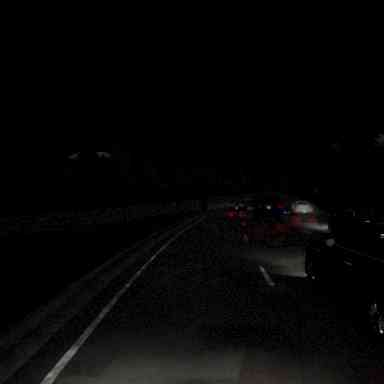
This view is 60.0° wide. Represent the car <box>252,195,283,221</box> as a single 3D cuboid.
[{"bbox_3d":[6.185,1.245,27.310,2.150,2.045,5.566,0,0,10],"label":"car"}]

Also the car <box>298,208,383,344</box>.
[{"bbox_3d":[3.844,1.356,6.531,2.097,1.767,4.553,0,0,2],"label":"car"}]

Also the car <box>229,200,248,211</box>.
[{"bbox_3d":[5.845,1.637,41.577,1.895,1.301,4.718,0,0,14],"label":"car"}]

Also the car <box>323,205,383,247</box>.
[{"bbox_3d":[8.142,1.505,16.127,2.128,1.511,4.902,0,0,6],"label":"car"}]

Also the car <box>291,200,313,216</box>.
[{"bbox_3d":[10.922,1.555,33.013,1.812,1.442,4.674,0,0,13],"label":"car"}]
